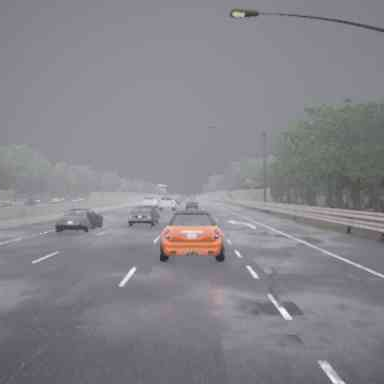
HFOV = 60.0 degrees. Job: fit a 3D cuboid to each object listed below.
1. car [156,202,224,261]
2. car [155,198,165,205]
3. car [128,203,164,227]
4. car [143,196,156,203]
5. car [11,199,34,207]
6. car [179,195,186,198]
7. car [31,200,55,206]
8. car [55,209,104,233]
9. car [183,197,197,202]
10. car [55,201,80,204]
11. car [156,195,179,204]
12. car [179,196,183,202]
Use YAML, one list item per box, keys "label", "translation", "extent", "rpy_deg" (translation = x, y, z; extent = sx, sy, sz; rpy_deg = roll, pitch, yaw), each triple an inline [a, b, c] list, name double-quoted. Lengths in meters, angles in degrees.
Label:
- label: "car"
  translation: [-0.001, 1.453, 12.818]
  extent: [2.097, 1.767, 4.553]
  rpy_deg: [0, 0, 0]
- label: "car"
  translation: [-7.004, 2.123, 72.794]
  extent: [1.812, 1.442, 4.674]
  rpy_deg: [0, 0, 0]
- label: "car"
  translation: [-3.502, 1.761, 24.855]
  extent: [2.033, 1.411, 5.357]
  rpy_deg: [0, -1, 0]
- label: "car"
  translation: [-7.004, 1.707, 56.397]
  extent: [2.150, 2.045, 5.566]
  rpy_deg: [0, 0, 0]
- label: "car"
  translation: [-24.549, 1.777, 48.752]
  extent: [2.097, 1.767, 4.553]
  rpy_deg: [0, 0, 0]
- label: "car"
  translation: [-3.506, 2.327, 92.811]
  extent: [1.895, 1.301, 4.718]
  rpy_deg: [0, 0, 0]
- label: "car"
  translation: [-21.049, 2.026, 48.674]
  extent: [1.895, 1.301, 4.718]
  rpy_deg: [0, 0, 1]
- label: "car"
  translation: [-7.001, 1.741, 21.105]
  extent: [1.994, 1.385, 4.181]
  rpy_deg: [0, -1, 0]
- label: "car"
  translation: [-0.002, 1.933, 48.848]
  extent: [1.837, 1.490, 4.892]
  rpy_deg: [0, 0, 0]
- label: "car"
  translation: [-17.549, 1.973, 48.747]
  extent: [2.033, 1.411, 5.357]
  rpy_deg: [0, 0, 1]
- label: "car"
  translation: [-3.503, 1.643, 48.151]
  extent: [2.150, 2.045, 5.566]
  rpy_deg: [0, 0, 0]
- label: "car"
  translation: [-3.504, 2.194, 72.861]
  extent: [1.895, 1.301, 4.718]
  rpy_deg: [0, 0, 0]
